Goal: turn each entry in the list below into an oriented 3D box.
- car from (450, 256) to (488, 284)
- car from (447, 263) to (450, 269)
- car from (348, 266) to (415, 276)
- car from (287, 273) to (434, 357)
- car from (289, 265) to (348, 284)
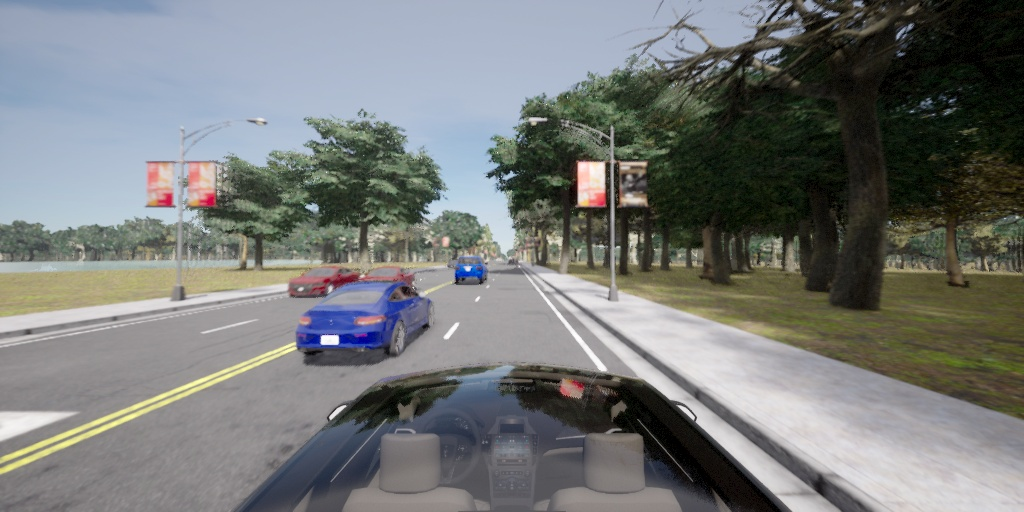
[{"bbox_3d":[-3.158,1.056,28.369,2.150,2.045,5.566,0,0,0],"label":"car"},{"bbox_3d":[-9.804,1.464,60.717,1.837,1.490,4.892,0,0,1],"label":"car"},{"bbox_3d":[-6.603,1.282,19.232,1.882,1.535,5.008,0,0,0],"label":"car"},{"bbox_3d":[-3.155,1.297,8.516,1.812,1.442,4.674,0,0,0],"label":"car"},{"bbox_3d":[-9.853,1.282,19.230,1.882,1.535,5.008,0,0,0],"label":"car"}]
